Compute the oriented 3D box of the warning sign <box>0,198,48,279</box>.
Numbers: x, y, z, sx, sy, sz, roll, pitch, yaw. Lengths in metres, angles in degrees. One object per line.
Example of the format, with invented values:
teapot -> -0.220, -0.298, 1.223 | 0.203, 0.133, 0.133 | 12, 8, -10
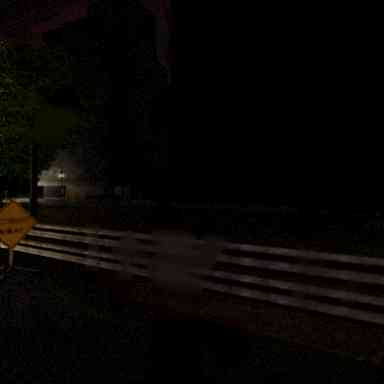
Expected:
warning sign -> -4.581, 1.102, 8.454 | 1.060, 1.860, 1.300 | 1, 0, 35
